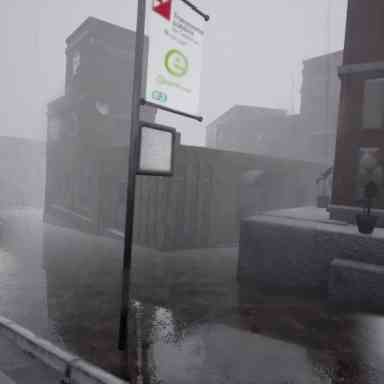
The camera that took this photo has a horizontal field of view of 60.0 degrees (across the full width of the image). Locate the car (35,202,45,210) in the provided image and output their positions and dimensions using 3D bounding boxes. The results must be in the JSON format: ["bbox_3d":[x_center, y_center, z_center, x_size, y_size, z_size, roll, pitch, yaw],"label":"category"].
[{"bbox_3d":[-23.946,2.323,55.476,1.812,1.442,4.674,4,-1,17],"label":"car"}]
